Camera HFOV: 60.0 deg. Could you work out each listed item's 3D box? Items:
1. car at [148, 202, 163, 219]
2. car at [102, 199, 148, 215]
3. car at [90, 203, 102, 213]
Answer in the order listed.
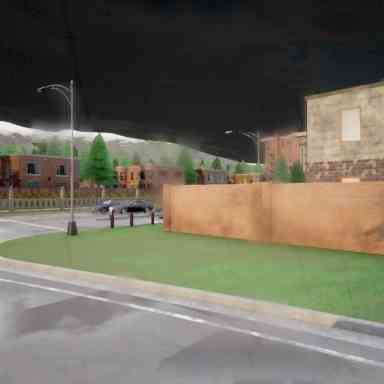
[{"bbox_3d":[-0.900,1.547,28.629,2.033,1.411,5.357,0,0,41],"label":"car"},{"bbox_3d":[-6.077,1.491,33.343,2.128,1.511,4.902,0,0,41],"label":"car"},{"bbox_3d":[-8.637,1.526,35.702,1.812,1.442,4.674,0,0,41],"label":"car"}]
